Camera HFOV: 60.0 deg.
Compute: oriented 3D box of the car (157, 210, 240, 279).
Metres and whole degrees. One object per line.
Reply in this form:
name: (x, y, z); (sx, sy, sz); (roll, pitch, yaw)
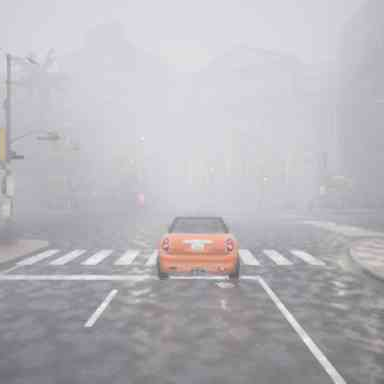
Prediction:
car: (0.247, 1.354, 10.217); (2.097, 1.767, 4.553); (0, 0, 3)
